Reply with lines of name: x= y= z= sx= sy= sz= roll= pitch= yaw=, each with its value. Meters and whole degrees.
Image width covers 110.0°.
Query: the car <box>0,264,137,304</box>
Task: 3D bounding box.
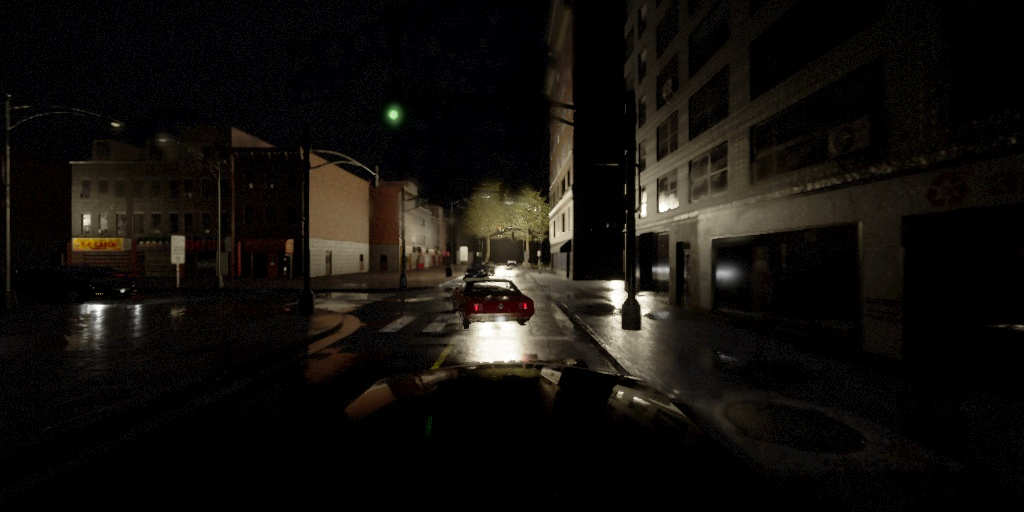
car: x=-18.829 y=1.210 z=15.126 sx=4.892 sy=1.490 sz=1.837 roll=0 pitch=0 yaw=0

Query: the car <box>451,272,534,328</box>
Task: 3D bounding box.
car: x=-0.854 y=1.368 z=11.565 sx=1.895 sy=1.301 sz=4.718 roll=0 pitch=0 yaw=-14

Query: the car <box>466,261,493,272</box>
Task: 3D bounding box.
car: x=-2.838 y=1.333 z=30.202 sx=1.812 sy=1.442 sz=4.674 roll=0 pitch=0 yaw=1

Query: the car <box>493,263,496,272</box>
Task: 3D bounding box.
car: x=-2.823 y=1.334 z=40.266 sx=1.837 sy=1.490 sz=4.892 roll=0 pitch=0 yaw=0
